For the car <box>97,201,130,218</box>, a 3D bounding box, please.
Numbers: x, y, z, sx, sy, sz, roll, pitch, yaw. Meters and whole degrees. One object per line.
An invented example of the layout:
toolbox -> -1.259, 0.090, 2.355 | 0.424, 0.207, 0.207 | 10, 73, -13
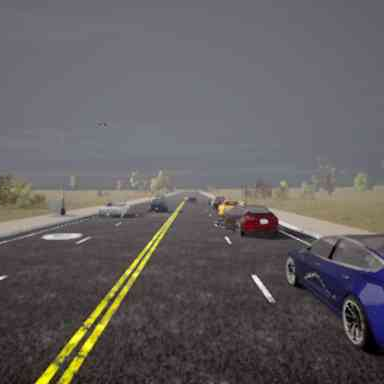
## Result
car -> -6.602, 1.451, 28.382 | 1.895, 1.301, 4.718 | 0, 0, 0

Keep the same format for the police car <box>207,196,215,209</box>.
police car -> 3.245, 1.295, 39.147 | 2.038, 1.542, 4.974 | 0, 0, 0

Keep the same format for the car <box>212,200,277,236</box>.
car -> 2.897, 1.410, 17.894 | 2.163, 1.488, 4.792 | 0, 0, -12

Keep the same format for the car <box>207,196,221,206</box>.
car -> 3.244, 1.325, 50.177 | 1.895, 1.301, 4.718 | 0, 0, 0

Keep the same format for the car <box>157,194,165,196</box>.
car -> -6.509, 1.101, 69.656 | 2.128, 1.511, 4.902 | 0, 0, 0

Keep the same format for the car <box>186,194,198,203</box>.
car -> -0.007, 1.212, 59.806 | 2.033, 1.411, 5.357 | 0, 0, 0

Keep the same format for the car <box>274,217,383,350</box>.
car -> 3.249, 1.471, 6.177 | 2.163, 1.488, 4.792 | 0, 0, 0

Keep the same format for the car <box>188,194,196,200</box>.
car -> -0.010, 1.125, 80.293 | 1.895, 1.301, 4.718 | 0, 0, 0

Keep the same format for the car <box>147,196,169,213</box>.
car -> -3.346, 1.386, 33.463 | 1.994, 1.385, 4.181 | 0, 0, 0

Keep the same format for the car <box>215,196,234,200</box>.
car -> 3.247, 1.306, 28.336 | 1.801, 1.575, 5.366 | 0, 0, 0
